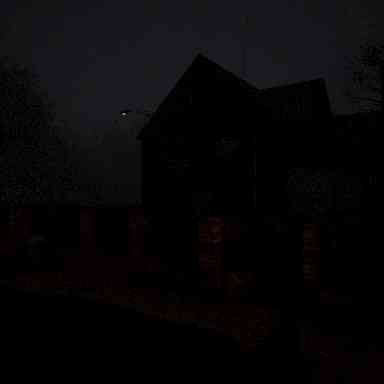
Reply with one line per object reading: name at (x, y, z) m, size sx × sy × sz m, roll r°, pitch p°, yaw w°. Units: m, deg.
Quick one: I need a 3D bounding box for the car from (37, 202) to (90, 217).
car at (-12.856, 1.683, 33.464) m, size 1.895 × 1.301 × 4.718 m, roll 0°, pitch 0°, yaw 35°

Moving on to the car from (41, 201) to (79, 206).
car at (-11.994, 1.572, 29.053) m, size 1.837 × 1.490 × 4.892 m, roll 0°, pitch 0°, yaw 36°
